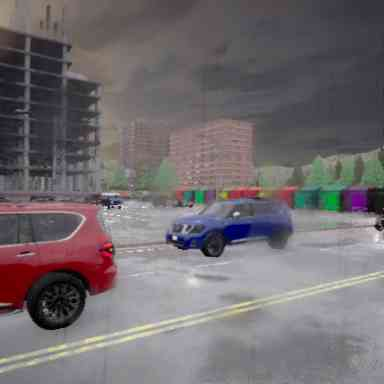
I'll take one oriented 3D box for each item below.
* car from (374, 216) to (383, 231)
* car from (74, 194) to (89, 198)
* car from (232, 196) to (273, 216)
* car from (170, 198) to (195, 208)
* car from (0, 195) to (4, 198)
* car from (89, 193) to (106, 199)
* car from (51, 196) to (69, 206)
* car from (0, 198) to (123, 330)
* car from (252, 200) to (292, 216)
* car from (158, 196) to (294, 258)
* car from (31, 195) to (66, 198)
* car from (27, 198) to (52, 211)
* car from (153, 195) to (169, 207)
[{"bbox_3d":[13.396,1.801,20.973,4.181,1.385,1.994,1,0,-33],"label":"car"},{"bbox_3d":[-19.197,1.448,55.979,1.784,1.438,3.905,1,0,-35],"label":"car"},{"bbox_3d":[6.062,1.383,33.877,1.905,1.878,3.866,1,0,-35],"label":"car"},{"bbox_3d":[-1.478,1.595,49.881,1.784,1.438,3.905,1,0,-35],"label":"car"},{"bbox_3d":[-12.488,1.132,21.114,1.932,1.855,4.605,1,0,-35],"label":"car"},{"bbox_3d":[-17.014,1.267,57.544,1.932,1.855,4.605,1,0,-35],"label":"car"},{"bbox_3d":[-21.581,1.448,54.337,1.970,1.475,3.806,1,0,-35],"label":"car"},{"bbox_3d":[-4.012,1.206,5.449,5.566,2.045,2.150,1,0,-34],"label":"car"},{"bbox_3d":[8.449,1.655,35.510,1.970,1.475,3.806,1,0,-35],"label":"car"},{"bbox_3d":[1.701,1.300,13.442,5.566,2.045,2.150,0,0,-33],"label":"car"},{"bbox_3d":[-10.075,1.167,22.712,1.905,1.878,3.866,1,0,-35],"label":"car"},{"bbox_3d":[-17.761,1.408,38.628,1.970,1.475,3.806,1,0,-35],"label":"car"},{"bbox_3d":[-3.897,1.352,48.292,1.932,1.855,4.605,1,0,-35],"label":"car"}]
